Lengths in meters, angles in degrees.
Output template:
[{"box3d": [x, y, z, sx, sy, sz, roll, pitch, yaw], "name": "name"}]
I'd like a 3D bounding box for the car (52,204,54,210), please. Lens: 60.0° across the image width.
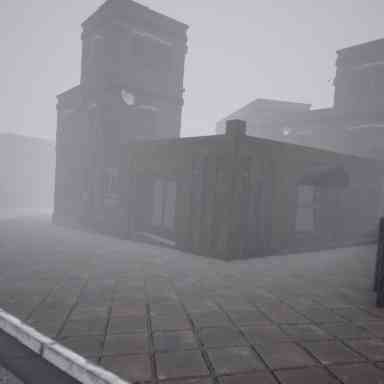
[{"box3d": [-21.600, 2.208, 56.494, 2.097, 1.767, 4.553, 5, -1, 19], "name": "car"}]
